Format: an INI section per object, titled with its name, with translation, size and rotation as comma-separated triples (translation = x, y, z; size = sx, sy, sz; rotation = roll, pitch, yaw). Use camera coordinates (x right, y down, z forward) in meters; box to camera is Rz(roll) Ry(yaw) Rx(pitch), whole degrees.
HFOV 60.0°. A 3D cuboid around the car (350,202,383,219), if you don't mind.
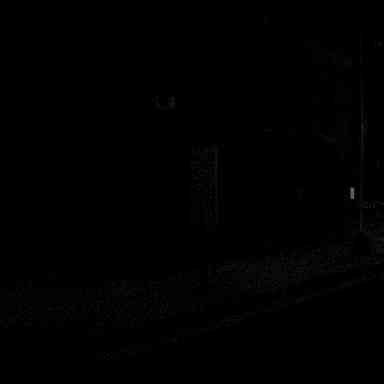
[car]
translation = 14.996, 1.512, 28.234
size = 2.008, 1.369, 4.403
rotation = -1, 0, -35
